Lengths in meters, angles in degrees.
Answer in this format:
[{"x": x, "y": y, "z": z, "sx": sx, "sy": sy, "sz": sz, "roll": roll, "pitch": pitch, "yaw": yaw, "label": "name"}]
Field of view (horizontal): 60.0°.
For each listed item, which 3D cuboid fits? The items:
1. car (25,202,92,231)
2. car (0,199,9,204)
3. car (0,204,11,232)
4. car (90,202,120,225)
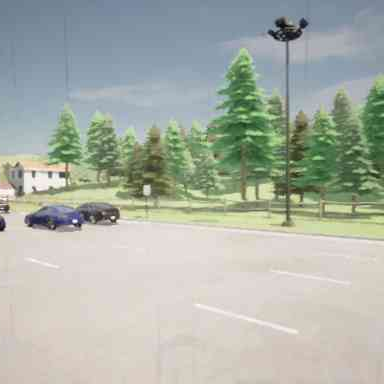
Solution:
[{"x": -8.474, "y": 1.508, "z": 20.477, "sx": 4.674, "sy": 1.442, "sz": 1.812, "roll": 0, "pitch": 0, "yaw": 39, "label": "car"}, {"x": -21.048, "y": 1.488, "z": 35.293, "sx": 4.902, "sy": 1.511, "sz": 2.128, "roll": 0, "pitch": 0, "yaw": 39, "label": "car"}, {"x": -12.458, "y": 1.565, "z": 19.216, "sx": 4.181, "sy": 1.385, "sz": 1.994, "roll": 0, "pitch": 0, "yaw": 39, "label": "car"}, {"x": -7.204, "y": 1.473, "z": 23.962, "sx": 4.892, "sy": 1.490, "sz": 1.837, "roll": 0, "pitch": 0, "yaw": 39, "label": "car"}]
